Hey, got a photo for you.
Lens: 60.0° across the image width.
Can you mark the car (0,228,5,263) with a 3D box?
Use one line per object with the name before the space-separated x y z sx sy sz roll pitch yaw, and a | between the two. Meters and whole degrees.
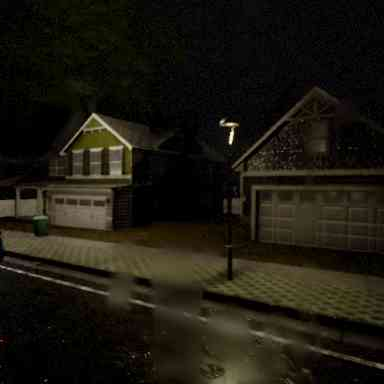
car | -7.450 1.257 9.301 5.566 2.045 2.150 0 0 35
